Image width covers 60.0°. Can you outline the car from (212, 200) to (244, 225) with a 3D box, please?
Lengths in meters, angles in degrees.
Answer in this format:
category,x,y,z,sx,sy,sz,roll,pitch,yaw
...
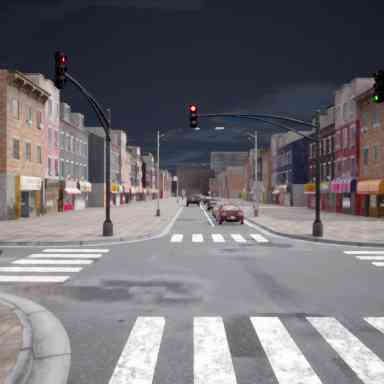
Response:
category,x,y,z,sx,sy,sz,roll,pitch,yaw
car,2.698,1.561,24.248,1.887,1.381,4.507,0,0,0

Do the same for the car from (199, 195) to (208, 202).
category,x,y,z,sx,sy,sz,roll,pitch,yaw
car,2.835,1.636,81.045,1.967,1.590,4.097,0,0,0

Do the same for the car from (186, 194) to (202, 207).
category,x,y,z,sx,sy,sz,roll,pitch,yaw
car,0.182,1.311,54.207,2.150,2.045,5.566,0,0,1

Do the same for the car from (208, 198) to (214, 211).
category,x,y,z,sx,sy,sz,roll,pitch,yaw
car,2.712,1.551,30.098,1.752,1.417,4.829,0,0,0

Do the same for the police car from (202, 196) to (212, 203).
category,x,y,z,sx,sy,sz,roll,pitch,yaw
police car,3.161,1.546,62.528,1.930,1.638,5.238,0,0,0

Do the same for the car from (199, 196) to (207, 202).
category,x,y,z,sx,sy,sz,roll,pitch,yaw
car,2.849,1.802,86.724,1.802,1.307,4.206,0,0,0

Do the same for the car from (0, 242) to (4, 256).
category,x,y,z,sx,sy,sz,roll,pitch,yaw
car,-8.466,1.517,9.417,5.357,1.411,2.033,0,0,-5

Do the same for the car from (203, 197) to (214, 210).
category,x,y,z,sx,sy,sz,roll,pitch,yaw
car,2.739,1.615,41.287,1.947,1.339,4.313,0,0,0

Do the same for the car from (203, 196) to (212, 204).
category,x,y,z,sx,sy,sz,roll,pitch,yaw
car,3.193,1.675,69.417,1.812,1.442,4.674,0,0,0
